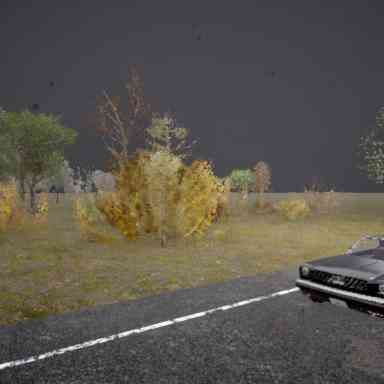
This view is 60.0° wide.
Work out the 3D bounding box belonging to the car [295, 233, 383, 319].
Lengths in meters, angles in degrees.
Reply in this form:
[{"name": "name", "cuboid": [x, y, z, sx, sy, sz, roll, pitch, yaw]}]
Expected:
[{"name": "car", "cuboid": [4.336, 1.600, 7.005, 4.718, 1.301, 1.895, 0, 0, -35]}]
